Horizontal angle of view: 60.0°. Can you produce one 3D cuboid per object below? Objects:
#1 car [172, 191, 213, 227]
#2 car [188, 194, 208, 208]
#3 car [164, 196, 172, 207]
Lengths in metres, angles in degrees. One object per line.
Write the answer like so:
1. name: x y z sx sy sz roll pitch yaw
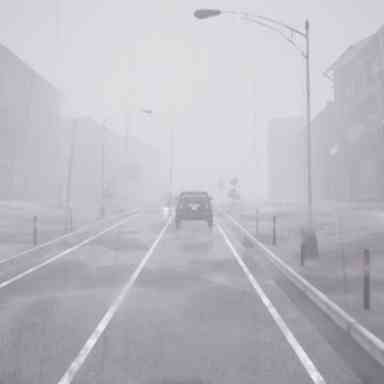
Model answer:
1. car: 0.129 0.912 20.524 2.150 2.045 5.566 0 1 0
2. car: 0.733 0.996 39.105 2.128 1.511 4.902 0 0 4
3. car: -2.293 1.130 41.531 1.895 1.301 4.718 0 0 5
